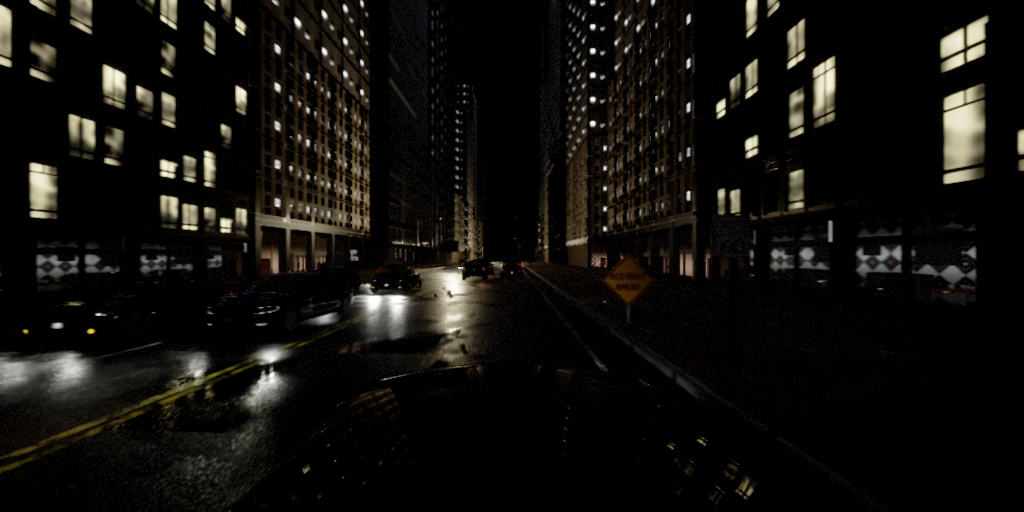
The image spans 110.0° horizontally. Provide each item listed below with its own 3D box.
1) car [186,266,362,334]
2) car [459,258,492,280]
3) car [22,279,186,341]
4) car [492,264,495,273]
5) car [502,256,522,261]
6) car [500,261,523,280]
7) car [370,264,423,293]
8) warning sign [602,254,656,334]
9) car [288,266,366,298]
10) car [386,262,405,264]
[{"bbox_3d":[-6.600,1.237,10.854,1.882,1.535,5.008,0,0,0],"label":"car"},{"bbox_3d":[-3.150,1.151,31.959,2.097,1.767,4.553,0,0,-1],"label":"car"},{"bbox_3d":[-9.844,1.322,9.754,1.994,1.385,4.181,0,0,0],"label":"car"},{"bbox_3d":[-3.216,1.362,44.241,1.812,1.442,4.674,0,0,0],"label":"car"},{"bbox_3d":[0.005,1.057,43.042,2.150,2.045,5.566,0,0,0],"label":"car"},{"bbox_3d":[-0.003,1.364,31.891,1.994,1.385,4.181,0,0,0],"label":"car"},{"bbox_3d":[-6.589,1.339,20.833,1.994,1.385,4.181,0,0,1],"label":"car"},{"bbox_3d":[2.849,0.872,8.802,1.300,1.860,1.060,0,0,0],"label":"warning sign"},{"bbox_3d":[-9.854,1.298,19.600,1.812,1.442,4.674,0,0,0],"label":"car"},{"bbox_3d":[-9.805,1.272,29.843,1.882,1.535,5.008,0,0,1],"label":"car"}]
